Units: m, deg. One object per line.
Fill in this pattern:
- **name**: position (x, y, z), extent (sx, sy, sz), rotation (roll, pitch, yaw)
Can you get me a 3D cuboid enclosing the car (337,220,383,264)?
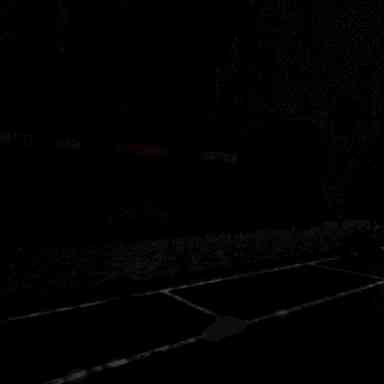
- **car**: position (6.808, 1.660, 11.501), extent (4.507, 1.381, 1.887), rotation (1, -1, -35)
